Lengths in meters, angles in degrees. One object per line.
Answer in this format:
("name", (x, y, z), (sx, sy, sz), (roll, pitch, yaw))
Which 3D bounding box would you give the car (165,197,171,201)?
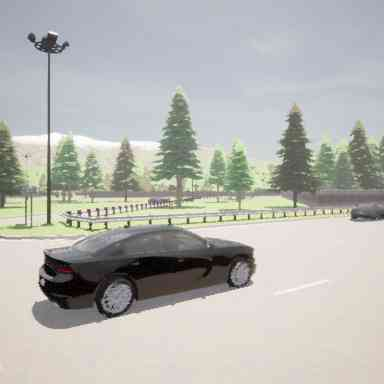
("car", (-5.664, 1.601, 69.798), (1.895, 1.301, 4.718), (0, 0, 5))

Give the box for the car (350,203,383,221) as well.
("car", (14.808, 1.564, 27.167), (4.181, 1.385, 1.994), (0, 0, -35))

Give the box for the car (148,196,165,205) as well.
("car", (-6.658, 1.526, 59.571), (1.812, 1.442, 4.674), (0, 0, 5))

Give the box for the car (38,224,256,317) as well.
("car", (-0.717, 1.477, 7.529), (5.008, 1.535, 1.882), (0, 0, -35))
